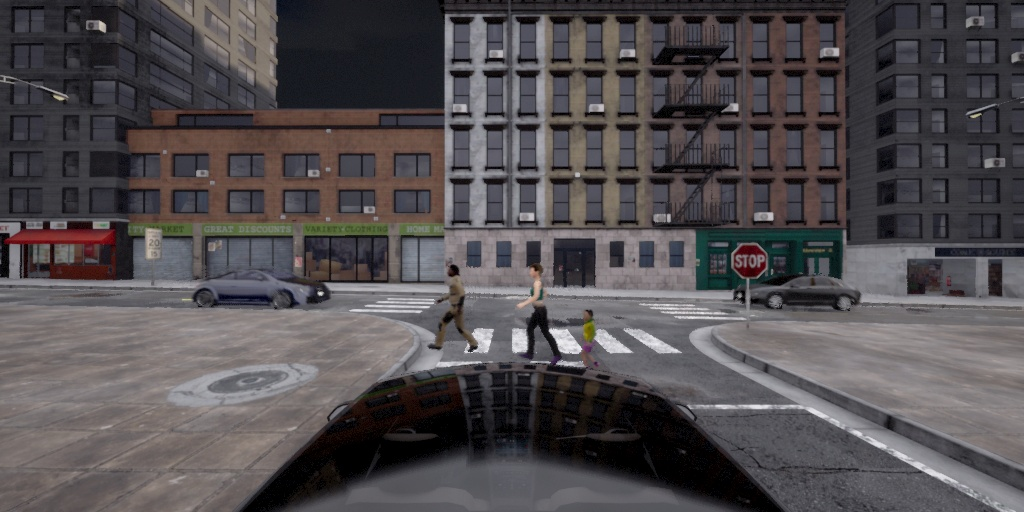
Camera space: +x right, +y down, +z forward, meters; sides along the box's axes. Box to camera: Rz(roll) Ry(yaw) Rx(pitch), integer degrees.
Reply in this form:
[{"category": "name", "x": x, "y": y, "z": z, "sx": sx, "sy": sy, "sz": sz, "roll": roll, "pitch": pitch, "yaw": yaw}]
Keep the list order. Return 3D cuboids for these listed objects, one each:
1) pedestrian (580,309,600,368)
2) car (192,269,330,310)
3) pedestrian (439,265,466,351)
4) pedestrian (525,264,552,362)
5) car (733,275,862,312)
[{"category": "pedestrian", "x": 1.372, "y": 1.424, "z": 6.135, "sx": 0.500, "sy": 1.100, "sz": 0.500, "roll": 0, "pitch": 0, "yaw": 0}, {"category": "car", "x": -8.953, "y": 1.152, "z": 13.027, "sx": 4.181, "sy": 1.385, "sz": 1.994, "roll": 1, "pitch": 0, "yaw": 0}, {"category": "pedestrian", "x": -1.204, "y": 1.044, "z": 7.336, "sx": 0.375, "sy": 1.860, "sz": 0.375, "roll": 0, "pitch": 0, "yaw": 0}, {"category": "pedestrian", "x": 0.490, "y": 1.044, "z": 6.737, "sx": 0.375, "sy": 1.860, "sz": 0.375, "roll": 0, "pitch": 0, "yaw": 0}, {"category": "car", "x": 12.503, "y": 1.576, "z": 15.884, "sx": 4.892, "sy": 1.490, "sz": 1.837, "roll": 1, "pitch": 0, "yaw": 0}]
